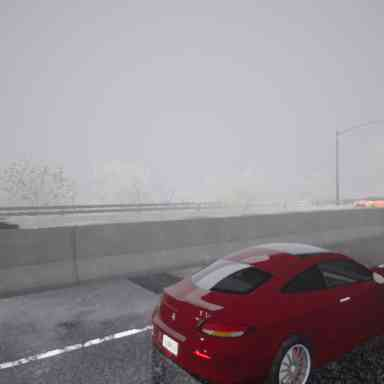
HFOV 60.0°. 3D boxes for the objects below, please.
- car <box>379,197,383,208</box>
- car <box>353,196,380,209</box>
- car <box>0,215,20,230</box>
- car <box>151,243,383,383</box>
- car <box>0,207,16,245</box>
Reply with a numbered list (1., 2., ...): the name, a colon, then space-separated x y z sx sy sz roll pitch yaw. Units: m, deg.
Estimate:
1. car: 23.554 1.462 37.344 5.008 1.535 1.882 0 0 -34
2. car: 21.540 1.335 40.205 4.553 1.767 2.097 0 0 -34
3. car: -8.289 1.492 10.967 4.902 1.511 2.128 0 0 -35
4. car: 1.637 1.521 5.028 4.674 1.442 1.812 0 0 -35
5. car: -10.263 1.492 13.857 4.902 1.511 2.128 0 0 -35
